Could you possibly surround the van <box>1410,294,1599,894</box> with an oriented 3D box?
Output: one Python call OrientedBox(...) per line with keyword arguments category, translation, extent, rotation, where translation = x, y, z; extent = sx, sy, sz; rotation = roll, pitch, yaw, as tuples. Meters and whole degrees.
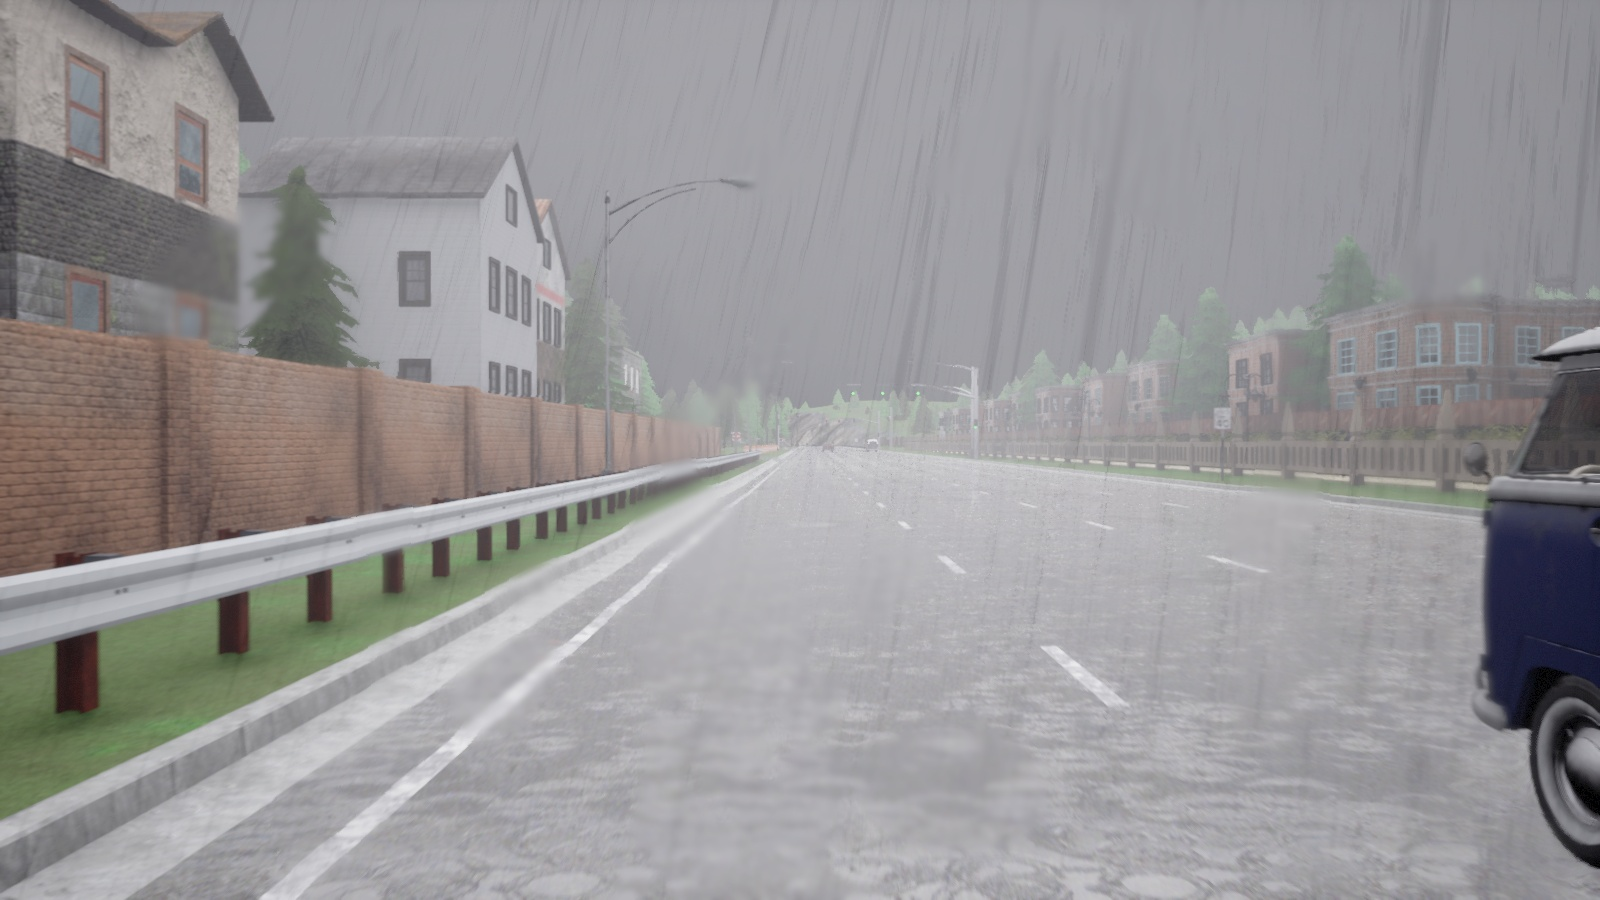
OrientedBox(category="van", translation=(3.534, 0.484, 3.245), extent=(1.775, 1.987, 4.442), rotation=(0, 0, 0))
